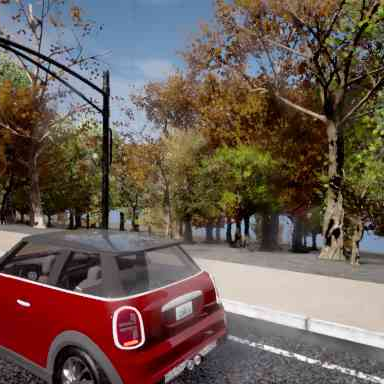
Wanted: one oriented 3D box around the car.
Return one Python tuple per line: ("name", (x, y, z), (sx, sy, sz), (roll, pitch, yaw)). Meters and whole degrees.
("car", (-1.815, 1.351, 4.979), (4.553, 1.767, 2.097), (0, 0, 36))
